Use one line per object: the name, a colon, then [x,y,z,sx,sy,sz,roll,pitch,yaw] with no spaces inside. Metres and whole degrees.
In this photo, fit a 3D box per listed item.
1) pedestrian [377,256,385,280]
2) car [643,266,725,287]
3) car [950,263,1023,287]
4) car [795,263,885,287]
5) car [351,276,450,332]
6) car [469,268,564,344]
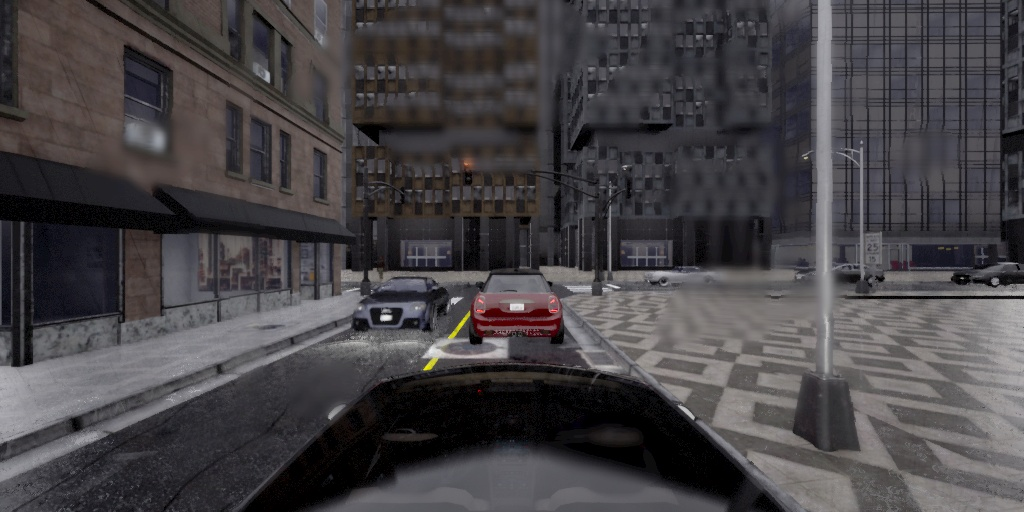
pedestrian: [-9.837,0.902,26.905,0.375,1.860,0.375,0,0,1]
car: [11.195,1.333,23.639,4.718,1.301,1.895,0,0,1]
car: [31.808,1.210,23.401,4.892,1.490,1.837,0,0,1]
car: [21.388,1.210,23.524,4.902,1.511,2.128,0,0,1]
car: [-3.082,1.314,10.712,1.994,1.385,4.181,0,0,-1]
car: [0.069,1.102,9.723,2.097,1.767,4.553,0,0,-1]
